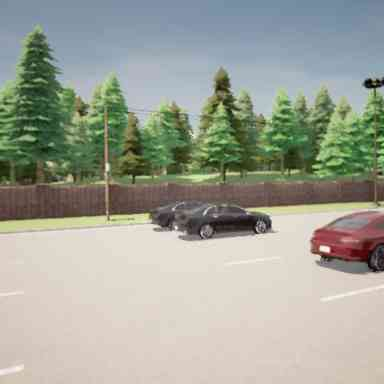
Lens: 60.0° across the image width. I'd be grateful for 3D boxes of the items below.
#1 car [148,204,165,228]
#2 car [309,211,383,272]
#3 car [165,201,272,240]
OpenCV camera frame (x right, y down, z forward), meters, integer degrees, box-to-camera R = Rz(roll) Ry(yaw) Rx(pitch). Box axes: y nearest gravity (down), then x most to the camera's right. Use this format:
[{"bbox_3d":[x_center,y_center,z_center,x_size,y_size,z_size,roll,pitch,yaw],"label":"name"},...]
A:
[{"bbox_3d":[-0.045,1.251,18.744,4.892,1.490,1.837,-1,1,-26],"label":"car"},{"bbox_3d":[5.576,1.291,9.814,4.674,1.442,1.812,-1,1,-26],"label":"car"},{"bbox_3d":[1.480,1.266,15.595,4.892,1.490,1.837,-1,1,-26],"label":"car"}]
